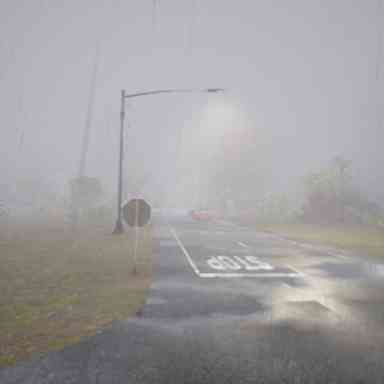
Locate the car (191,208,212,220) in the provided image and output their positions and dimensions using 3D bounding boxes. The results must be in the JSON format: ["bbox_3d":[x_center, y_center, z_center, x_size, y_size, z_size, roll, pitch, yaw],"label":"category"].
[{"bbox_3d":[1.506,3.018,47.226,2.097,1.767,4.553,1,-2,-6],"label":"car"}]

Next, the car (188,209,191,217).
[{"bbox_3d":[0.449,3.464,56.786,1.882,1.535,5.008,1,-2,-6],"label":"car"}]
